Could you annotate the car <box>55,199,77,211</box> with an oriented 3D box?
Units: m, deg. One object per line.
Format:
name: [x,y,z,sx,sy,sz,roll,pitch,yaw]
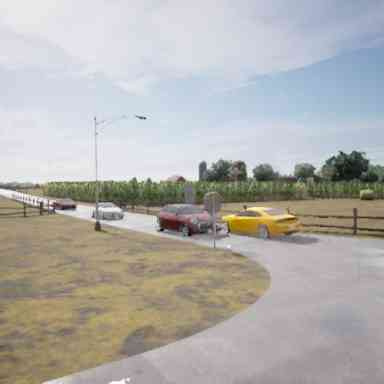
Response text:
car: [-16.613,1.622,43.796,1.882,1.535,5.008,-1,1,-33]

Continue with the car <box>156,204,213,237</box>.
car: [-0.294,1.524,19.429,2.097,1.767,4.553,-1,0,-34]

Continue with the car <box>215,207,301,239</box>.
car: [3.547,1.585,18.201,1.882,1.535,5.008,-3,1,-32]

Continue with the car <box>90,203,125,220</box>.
car: [-7.900,1.752,30.775,1.812,1.442,4.674,-1,1,-34]
